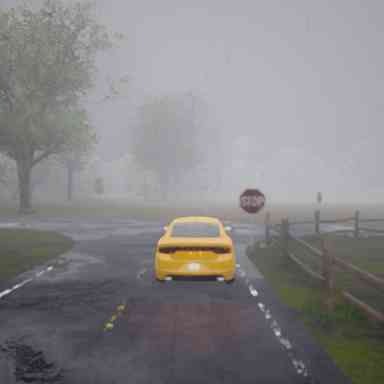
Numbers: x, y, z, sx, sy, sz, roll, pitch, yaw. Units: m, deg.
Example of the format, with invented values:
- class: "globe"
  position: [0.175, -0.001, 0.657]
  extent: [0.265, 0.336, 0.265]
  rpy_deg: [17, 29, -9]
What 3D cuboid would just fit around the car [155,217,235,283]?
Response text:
- class: "car"
  position: [0.142, 1.449, 9.627]
  extent: [1.882, 1.535, 5.008]
  rpy_deg: [0, 0, 2]
